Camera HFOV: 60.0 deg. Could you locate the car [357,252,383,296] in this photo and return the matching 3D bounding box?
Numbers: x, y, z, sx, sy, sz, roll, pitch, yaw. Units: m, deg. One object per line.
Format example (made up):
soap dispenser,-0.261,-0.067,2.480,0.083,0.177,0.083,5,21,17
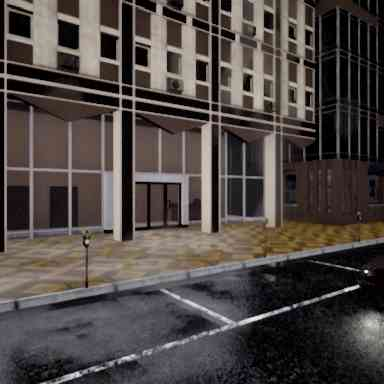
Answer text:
car,6.016,1.542,7.645,5.357,1.411,2.033,0,0,-35
